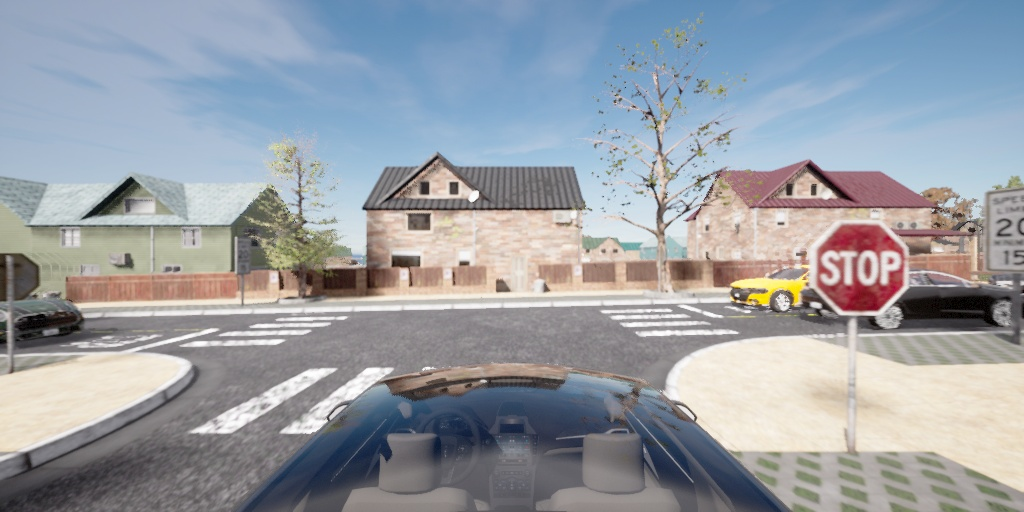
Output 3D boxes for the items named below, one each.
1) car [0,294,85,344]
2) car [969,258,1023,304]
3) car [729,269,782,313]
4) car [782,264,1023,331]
[{"bbox_3d":[-14.735,1.527,9.721,4.553,1.767,2.097,-1,0,0],"label":"car"},{"bbox_3d":[19.894,0.828,12.619,4.902,1.511,2.128,-1,0,0],"label":"car"},{"bbox_3d":[10.346,1.043,12.591,5.008,1.535,1.882,-1,0,-1],"label":"car"},{"bbox_3d":[10.623,1.058,9.684,4.902,1.511,2.128,-1,0,0],"label":"car"}]
